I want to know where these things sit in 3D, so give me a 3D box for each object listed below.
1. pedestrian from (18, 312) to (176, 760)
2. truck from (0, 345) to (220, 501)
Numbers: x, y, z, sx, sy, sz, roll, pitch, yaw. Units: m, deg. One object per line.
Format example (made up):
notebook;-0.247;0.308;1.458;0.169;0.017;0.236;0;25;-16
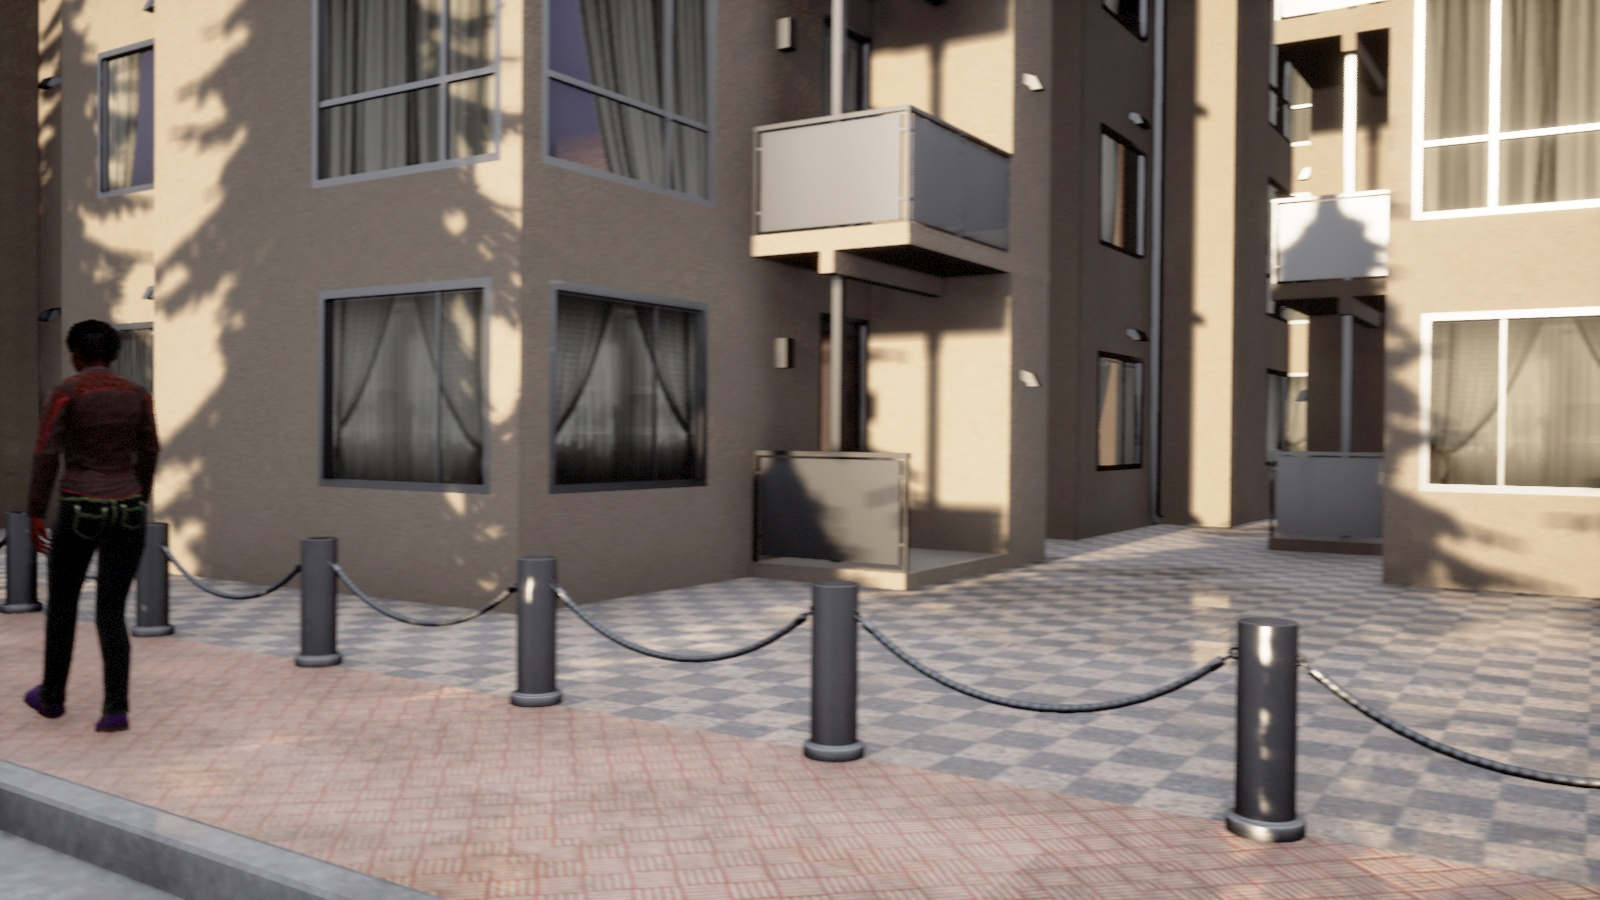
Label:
pedestrian;-3.071;0.345;5.470;0.869;1.805;0.328;0;1;43
truck;-19.938;-0.684;32.698;2.891;3.827;8.468;0;1;33
